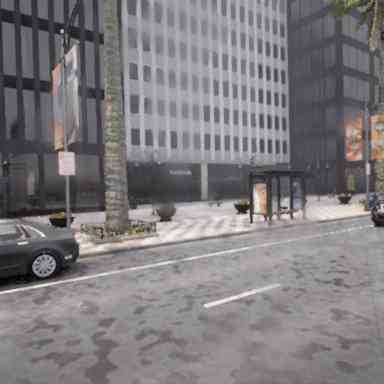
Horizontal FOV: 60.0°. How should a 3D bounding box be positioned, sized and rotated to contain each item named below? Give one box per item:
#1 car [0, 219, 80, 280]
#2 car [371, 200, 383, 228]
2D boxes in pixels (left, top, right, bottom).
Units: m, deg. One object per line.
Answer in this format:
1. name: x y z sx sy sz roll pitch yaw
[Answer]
1. car: -5.313 1.471 8.170 4.892 1.521 2.231 -2 1 -35
2. car: 10.913 0.641 16.029 5.566 2.045 2.150 -2 1 -35
